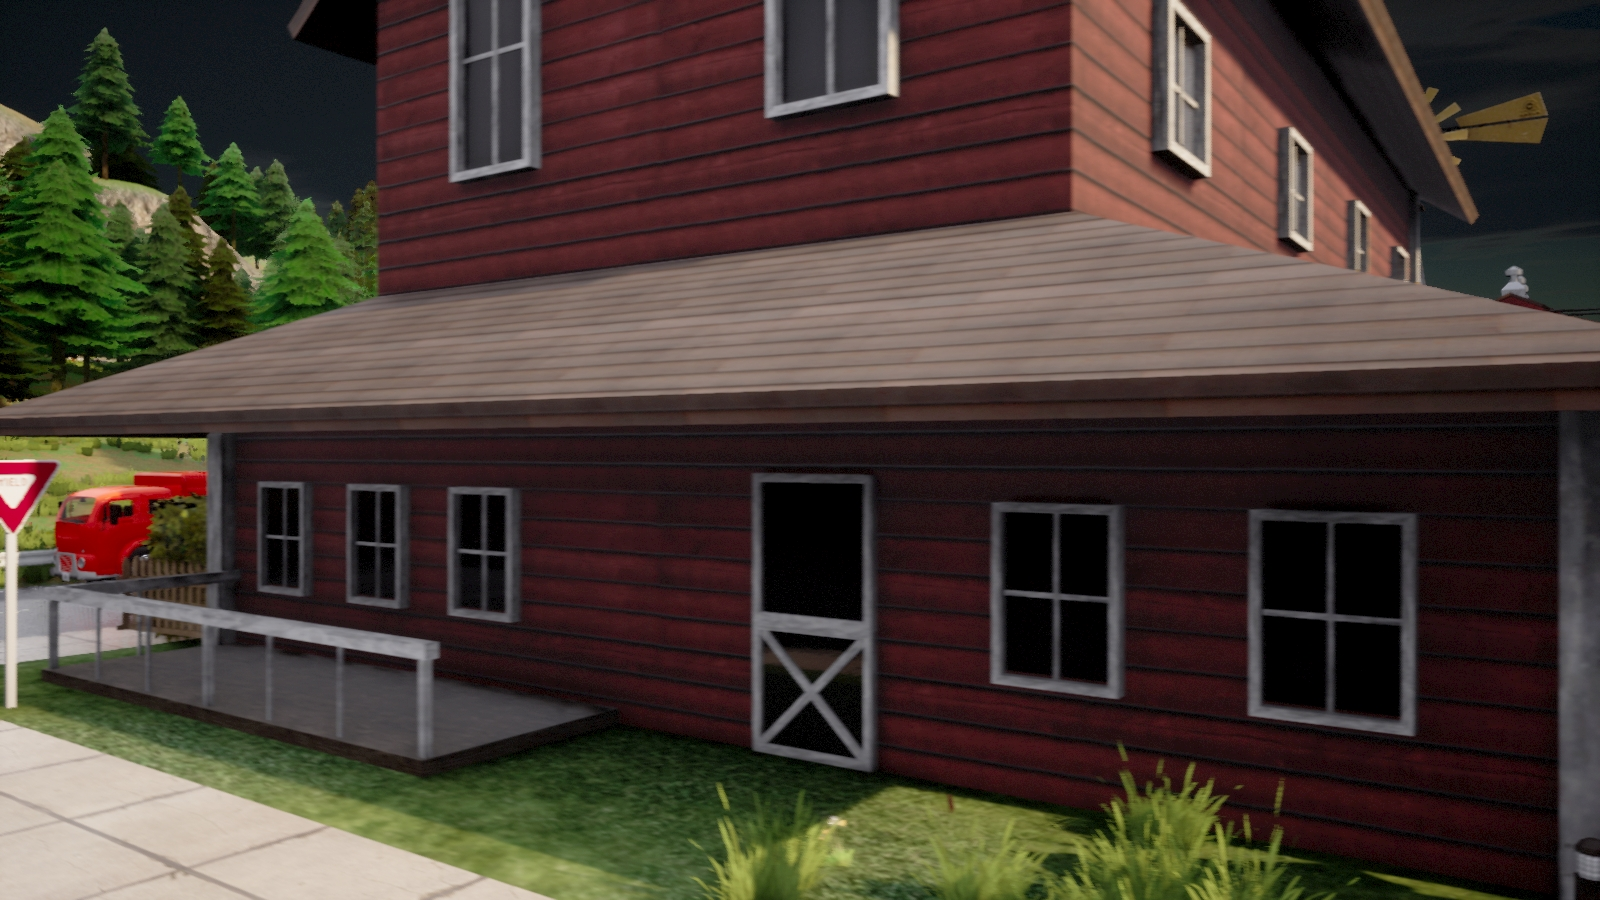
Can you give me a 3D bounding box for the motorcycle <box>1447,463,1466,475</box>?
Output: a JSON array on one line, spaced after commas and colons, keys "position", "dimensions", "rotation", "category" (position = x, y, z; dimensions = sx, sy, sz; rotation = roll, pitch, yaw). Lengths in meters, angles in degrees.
[{"position": [73.578, 2.139, 128.105], "dimensions": [1.805, 1.316, 0.856], "rotation": [0, 0, 36], "category": "motorcycle"}]
